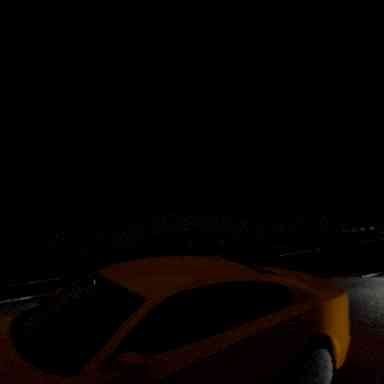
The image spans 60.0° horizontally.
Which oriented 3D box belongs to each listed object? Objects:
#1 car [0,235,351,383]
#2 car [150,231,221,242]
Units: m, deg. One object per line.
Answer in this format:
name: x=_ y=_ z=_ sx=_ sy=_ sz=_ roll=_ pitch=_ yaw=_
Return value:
car: x=-0.399 y=1.478 z=3.392 sx=5.008 sy=1.535 sz=1.882 roll=0 pitch=0 yaw=-35
car: x=-0.315 y=1.604 z=7.439 sx=4.718 sy=1.301 sz=1.895 roll=0 pitch=0 yaw=-35
